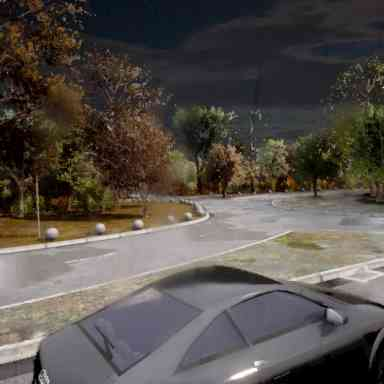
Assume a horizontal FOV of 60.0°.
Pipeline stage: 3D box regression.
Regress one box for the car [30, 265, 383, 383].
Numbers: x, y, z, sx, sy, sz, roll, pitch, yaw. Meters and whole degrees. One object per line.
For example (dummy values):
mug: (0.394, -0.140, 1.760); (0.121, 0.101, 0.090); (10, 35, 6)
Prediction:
car: (0.546, 1.552, 3.621); (4.181, 1.385, 1.994); (0, 0, -34)
